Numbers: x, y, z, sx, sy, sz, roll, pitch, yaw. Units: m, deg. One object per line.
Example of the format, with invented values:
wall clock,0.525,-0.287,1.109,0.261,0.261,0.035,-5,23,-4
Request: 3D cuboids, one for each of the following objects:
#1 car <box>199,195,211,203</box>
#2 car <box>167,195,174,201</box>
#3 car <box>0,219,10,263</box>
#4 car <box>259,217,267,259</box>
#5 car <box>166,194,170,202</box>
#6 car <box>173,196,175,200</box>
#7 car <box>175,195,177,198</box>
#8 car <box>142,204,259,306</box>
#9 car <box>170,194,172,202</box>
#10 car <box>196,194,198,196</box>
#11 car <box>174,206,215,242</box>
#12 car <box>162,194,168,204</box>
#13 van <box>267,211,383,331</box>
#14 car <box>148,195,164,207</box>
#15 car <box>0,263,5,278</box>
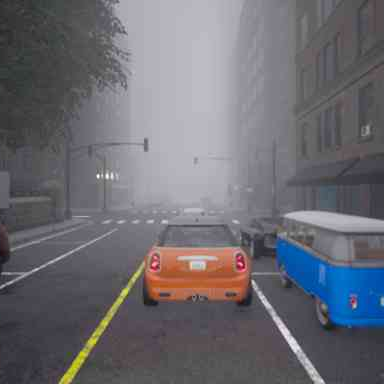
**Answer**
car,2.851,1.427,66.675,1.967,1.590,4.097,0,0,0
car,-5.675,1.526,88.271,1.752,1.417,4.829,0,0,0
car,-5.669,1.316,6.597,2.192,1.841,5.009,0,0,0
car,2.856,1.566,12.298,1.947,1.339,4.313,0,0,0
car,-5.673,1.530,61.187,1.887,1.381,4.507,0,0,0
car,-5.674,1.543,77.540,2.008,1.369,4.403,0,0,0
car,-5.675,1.311,82.990,2.192,1.841,5.009,0,0,0
car,0.102,1.353,8.191,2.097,1.767,4.553,0,0,0
car,-5.673,1.532,66.638,1.887,1.381,4.507,0,0,0
car,2.849,1.531,94.087,1.752,1.417,4.829,0,0,0
car,0.100,1.525,17.192,1.812,1.442,4.674,0,0,0
car,-5.672,1.536,55.736,2.008,1.369,4.403,0,0,0
van,2.856,1.342,6.638,1.690,1.788,3.998,0,0,0
car,-5.672,1.511,50.116,1.752,1.417,4.829,0,0,0
car,-3.091,1.564,1.852,1.994,1.385,4.181,0,0,0
